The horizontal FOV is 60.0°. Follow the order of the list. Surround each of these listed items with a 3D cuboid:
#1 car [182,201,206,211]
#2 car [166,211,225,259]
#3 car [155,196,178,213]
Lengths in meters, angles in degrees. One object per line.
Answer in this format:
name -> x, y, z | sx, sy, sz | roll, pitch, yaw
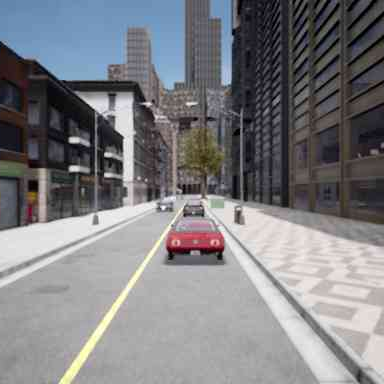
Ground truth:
car -> 0.155, 1.492, 29.306 | 2.128, 1.511, 4.902 | 0, 0, 0
car -> 0.118, 1.595, 12.536 | 1.895, 1.301, 4.718 | 0, 0, 0
car -> -3.012, 1.496, 37.557 | 2.128, 1.511, 4.902 | 0, 0, 0
